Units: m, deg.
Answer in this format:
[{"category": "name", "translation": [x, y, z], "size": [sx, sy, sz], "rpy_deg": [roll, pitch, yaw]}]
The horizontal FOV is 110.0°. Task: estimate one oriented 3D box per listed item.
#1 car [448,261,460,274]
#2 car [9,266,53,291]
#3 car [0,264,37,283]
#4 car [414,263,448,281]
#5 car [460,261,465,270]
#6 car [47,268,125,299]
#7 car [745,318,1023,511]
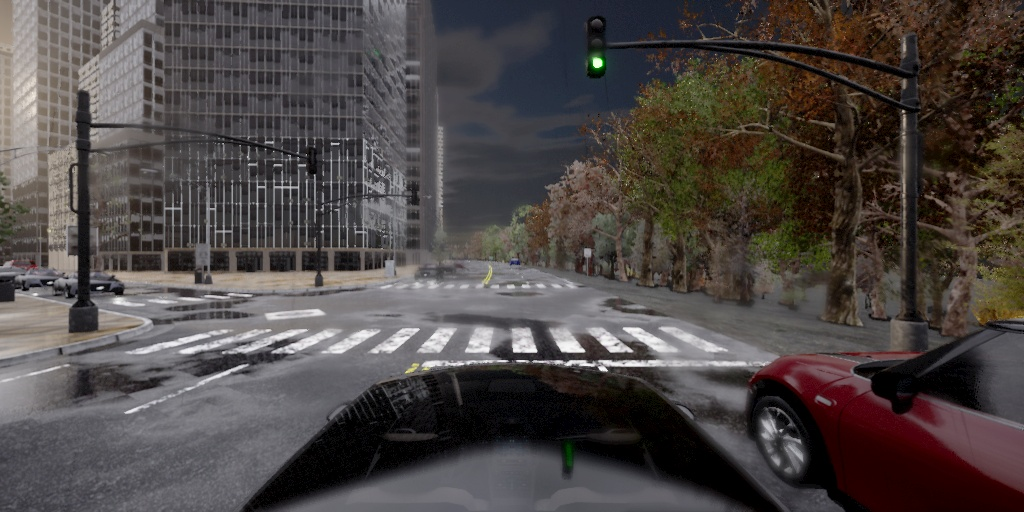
[{"category": "car", "translation": [-7.549, 1.434, 41.604], "size": [1.895, 1.301, 4.718], "rpy_deg": [0, 0, -3]}, {"category": "car", "translation": [-32.132, 1.605, 24.533], "size": [4.181, 1.385, 1.994], "rpy_deg": [-1, 0, 29]}, {"category": "car", "translation": [-41.287, 1.635, 29.505], "size": [4.892, 1.490, 1.837], "rpy_deg": [-1, 0, 28]}, {"category": "car", "translation": [-7.145, 1.374, 31.226], "size": [1.994, 1.385, 4.181], "rpy_deg": [0, 0, -2]}, {"category": "car", "translation": [-8.217, 1.466, 54.869], "size": [1.895, 1.301, 4.718], "rpy_deg": [0, 0, -3]}, {"category": "car", "translation": [-23.395, 1.522, 19.792], "size": [4.181, 1.385, 1.994], "rpy_deg": [-1, 0, 29]}, {"category": "car", "translation": [3.322, 1.070, 1.735], "size": [2.097, 1.767, 4.553], "rpy_deg": [-1, -2, 2]}]
